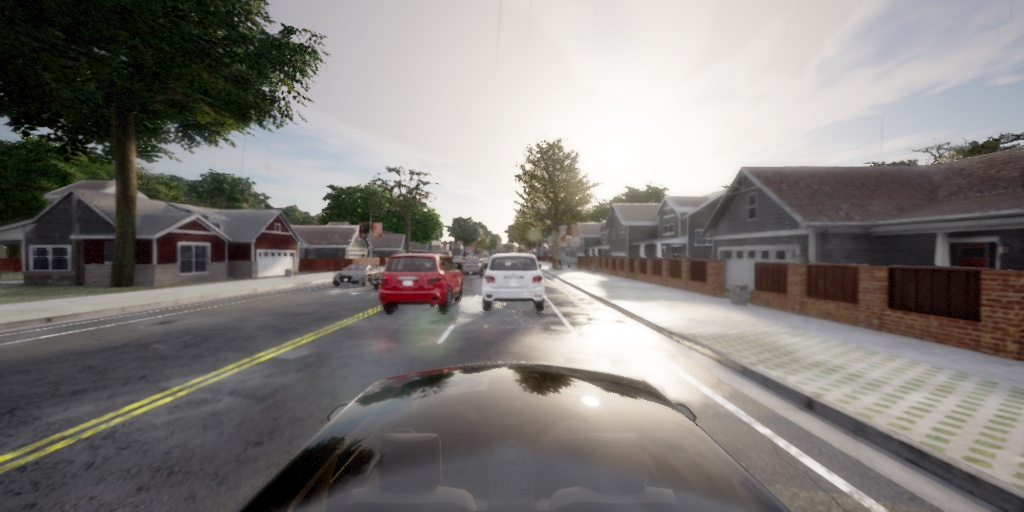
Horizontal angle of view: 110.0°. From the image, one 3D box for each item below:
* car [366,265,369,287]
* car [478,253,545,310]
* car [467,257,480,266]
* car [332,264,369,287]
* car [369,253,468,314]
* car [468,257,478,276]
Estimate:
[{"bbox_3d":[-6.670,1.265,21.338,1.895,1.301,4.718,0,0,0],"label":"car"},{"bbox_3d":[0.053,0.913,14.369,2.150,2.045,5.566,0,0,0],"label":"car"},{"bbox_3d":[-6.757,0.999,63.223,1.837,1.490,4.892,0,0,0],"label":"car"},{"bbox_3d":[-9.926,1.220,23.417,1.994,1.385,4.181,0,0,0],"label":"car"},{"bbox_3d":[-3.195,0.919,13.685,2.150,2.045,5.566,0,0,0],"label":"car"},{"bbox_3d":[-3.255,1.109,30.898,2.128,1.511,4.902,0,0,0],"label":"car"}]
